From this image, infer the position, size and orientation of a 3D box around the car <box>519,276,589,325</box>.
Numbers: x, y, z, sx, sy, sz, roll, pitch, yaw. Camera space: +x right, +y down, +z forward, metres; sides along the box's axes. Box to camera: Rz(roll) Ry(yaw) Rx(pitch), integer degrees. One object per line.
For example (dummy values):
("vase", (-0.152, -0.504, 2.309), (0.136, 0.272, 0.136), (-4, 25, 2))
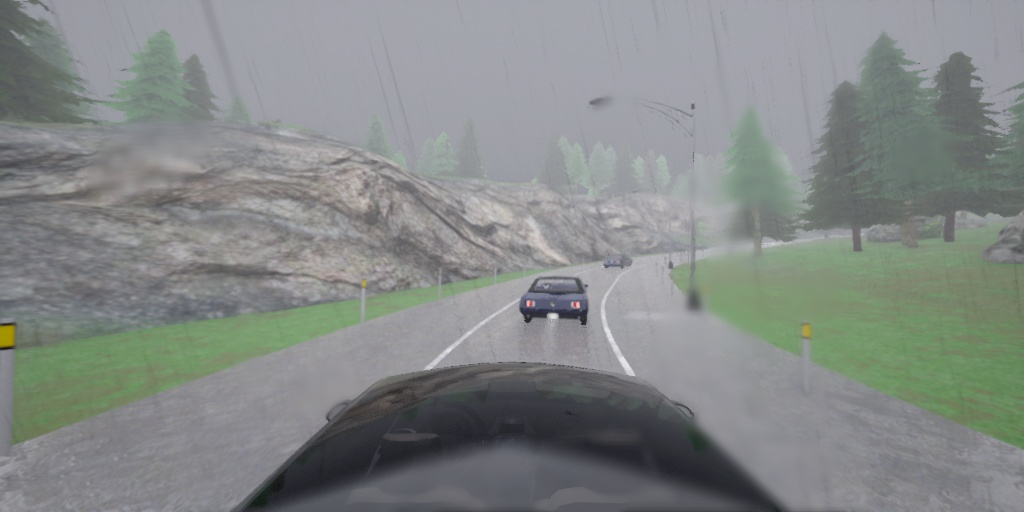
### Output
("car", (1.552, 1.297, 11.793), (1.895, 1.301, 4.718), (0, 1, 12))

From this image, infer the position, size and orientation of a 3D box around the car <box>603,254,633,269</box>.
("car", (10.774, 0.505, 36.244), (2.033, 1.411, 5.357), (0, 3, 31))
